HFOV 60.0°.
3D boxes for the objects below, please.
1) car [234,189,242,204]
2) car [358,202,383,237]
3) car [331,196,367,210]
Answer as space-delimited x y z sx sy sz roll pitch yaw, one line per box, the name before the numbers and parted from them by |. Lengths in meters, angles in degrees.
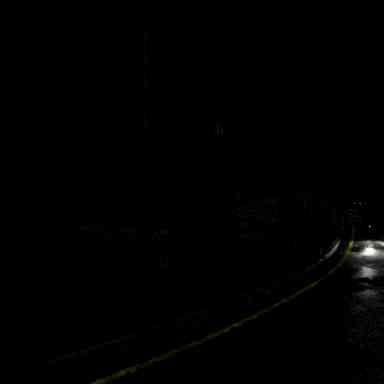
car | 4.449 0.638 44.658 2.435 2.045 5.566 -1 -1 43
car | 10.001 1.490 17.420 2.033 1.411 5.357 0 1 26
car | 16.343 1.100 35.096 2.033 1.411 5.357 0 1 -4
